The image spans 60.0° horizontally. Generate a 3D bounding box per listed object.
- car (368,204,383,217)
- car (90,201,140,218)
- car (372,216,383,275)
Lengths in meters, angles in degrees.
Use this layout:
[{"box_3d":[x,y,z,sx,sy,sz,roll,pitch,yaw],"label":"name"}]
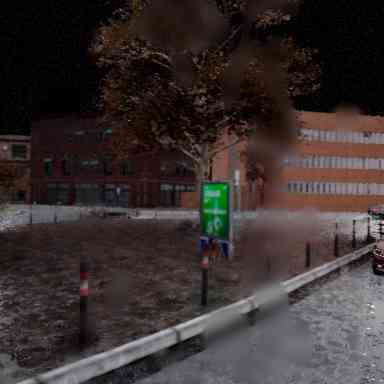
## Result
[{"box_3d":[20.865,2.036,34.702,4.902,1.511,2.128,1,0,-10],"label":"car"},{"box_3d":[-6.560,1.518,28.671,4.181,1.385,1.994,4,-1,-31],"label":"car"},{"box_3d":[6.953,1.599,10.043,1.882,1.535,5.008,1,0,41],"label":"car"}]
